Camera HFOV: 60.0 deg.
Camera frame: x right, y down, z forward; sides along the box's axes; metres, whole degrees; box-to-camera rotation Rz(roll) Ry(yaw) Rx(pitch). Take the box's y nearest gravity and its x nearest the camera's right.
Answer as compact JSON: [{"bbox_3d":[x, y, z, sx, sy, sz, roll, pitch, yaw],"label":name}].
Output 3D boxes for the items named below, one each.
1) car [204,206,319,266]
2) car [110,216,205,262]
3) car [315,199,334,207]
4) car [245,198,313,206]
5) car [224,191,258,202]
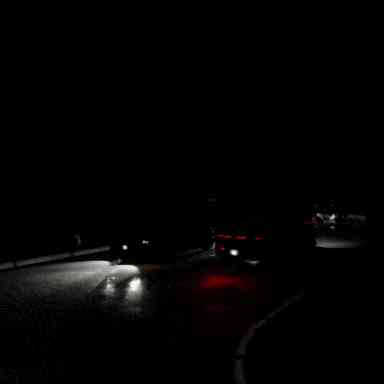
[{"bbox_3d":[2.692,1.444,11.411,1.837,1.490,4.892,-1,0,38],"label":"car"},{"bbox_3d":[-0.959,1.587,12.322,1.994,1.385,4.181,-1,0,38],"label":"car"},{"bbox_3d":[11.709,1.218,31.680,1.895,1.301,4.718,-1,1,-1],"label":"car"},{"bbox_3d":[5.437,1.367,20.475,2.128,1.511,4.902,-1,0,38],"label":"car"},{"bbox_3d":[6.775,0.654,46.413,4.902,1.511,2.128,2,1,41],"label":"car"}]
